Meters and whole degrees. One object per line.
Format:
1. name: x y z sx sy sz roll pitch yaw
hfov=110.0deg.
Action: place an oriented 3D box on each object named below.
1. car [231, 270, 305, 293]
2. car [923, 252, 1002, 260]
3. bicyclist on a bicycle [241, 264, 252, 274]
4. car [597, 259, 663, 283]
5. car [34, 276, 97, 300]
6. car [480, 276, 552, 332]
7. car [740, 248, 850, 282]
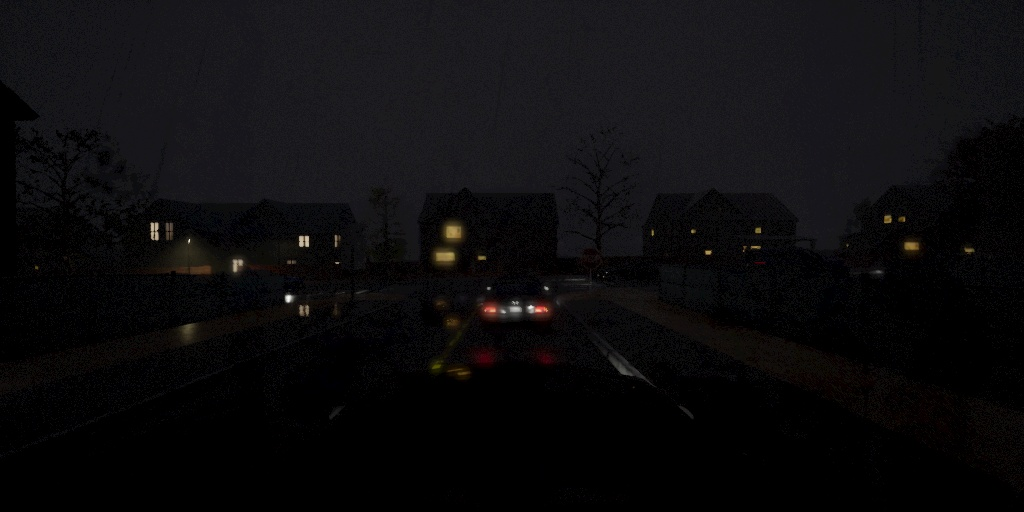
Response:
1. car: -15.023 1.562 21.251 5.008 1.535 1.882 -1 1 0
2. car: 29.876 0.475 24.086 4.902 1.511 2.128 -1 1 0
3. bicyclist on a bicycle: -20.072 1.419 27.110 0.582 1.620 1.656 -1 1 0
4. car: 8.237 0.999 24.146 4.892 1.490 1.837 -1 1 0
5. car: -25.648 1.862 21.276 4.674 1.442 1.812 -1 1 0
6. car: 0.169 1.298 10.842 2.033 1.411 5.357 0 0 2
7. car: 16.521 0.562 21.172 5.566 2.045 2.150 -1 1 0
